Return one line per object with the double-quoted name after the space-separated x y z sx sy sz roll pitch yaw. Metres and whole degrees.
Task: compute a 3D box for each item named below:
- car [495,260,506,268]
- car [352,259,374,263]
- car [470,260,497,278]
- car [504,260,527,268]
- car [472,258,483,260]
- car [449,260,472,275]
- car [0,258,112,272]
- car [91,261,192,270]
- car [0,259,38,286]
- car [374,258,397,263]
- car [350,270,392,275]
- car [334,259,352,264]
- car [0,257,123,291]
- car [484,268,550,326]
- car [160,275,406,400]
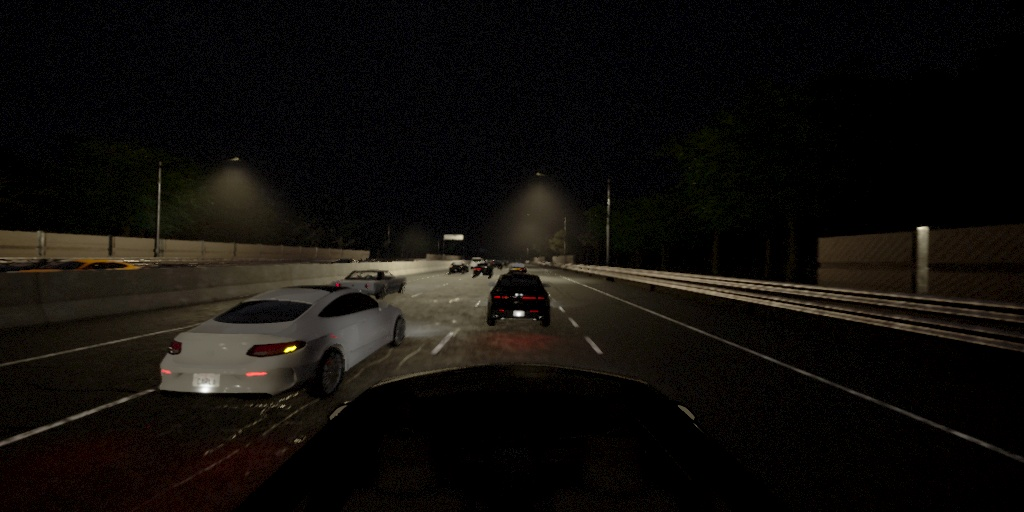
-2.557 1.716 63.229 1.837 1.490 4.892 1 -1 1 "car"
-23.626 1.224 58.903 2.128 1.511 4.902 1 0 1 "car"
-2.899 1.470 36.895 1.837 1.490 4.892 1 -1 1 "car"
0.611 1.536 37.679 2.128 1.511 4.902 1 0 1 "car"
-6.050 1.359 63.357 2.150 2.045 5.566 1 -1 1 "car"
-6.319 1.435 42.916 2.128 1.511 4.902 1 -1 1 "car"
-20.756 0.908 17.442 1.882 1.535 5.008 1 -1 1 "car"
-17.253 1.071 17.733 1.994 1.385 4.181 1 -1 1 "car"
-27.726 0.854 18.111 1.994 1.385 4.181 1 -1 1 "car"
-20.142 1.149 58.371 2.097 1.767 4.553 1 -1 1 "car"
-6.685 1.327 17.442 1.895 1.301 4.718 1 0 1 "car"
-27.134 1.169 58.368 1.812 1.442 4.674 1 -1 1 "car"
-24.226 0.862 18.869 2.128 1.511 4.902 1 -1 1 "car"
0.230 1.338 12.191 1.837 1.490 4.892 1 0 1 "car"
-3.368 1.239 6.308 1.812 1.442 4.674 1 0 1 "car"
